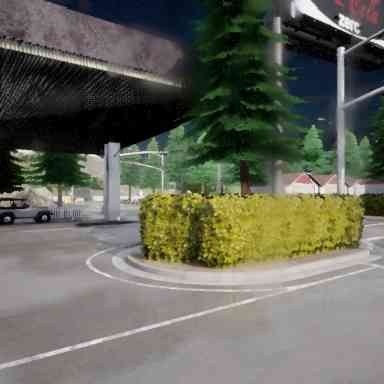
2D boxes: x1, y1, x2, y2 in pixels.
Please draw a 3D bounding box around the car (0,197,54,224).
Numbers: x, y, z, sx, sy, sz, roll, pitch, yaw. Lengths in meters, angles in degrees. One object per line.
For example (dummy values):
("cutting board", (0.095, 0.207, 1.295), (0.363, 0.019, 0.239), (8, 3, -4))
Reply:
("car", (-11.986, 1.313, 23.469), (3.866, 1.878, 1.905), (0, 0, -36))
